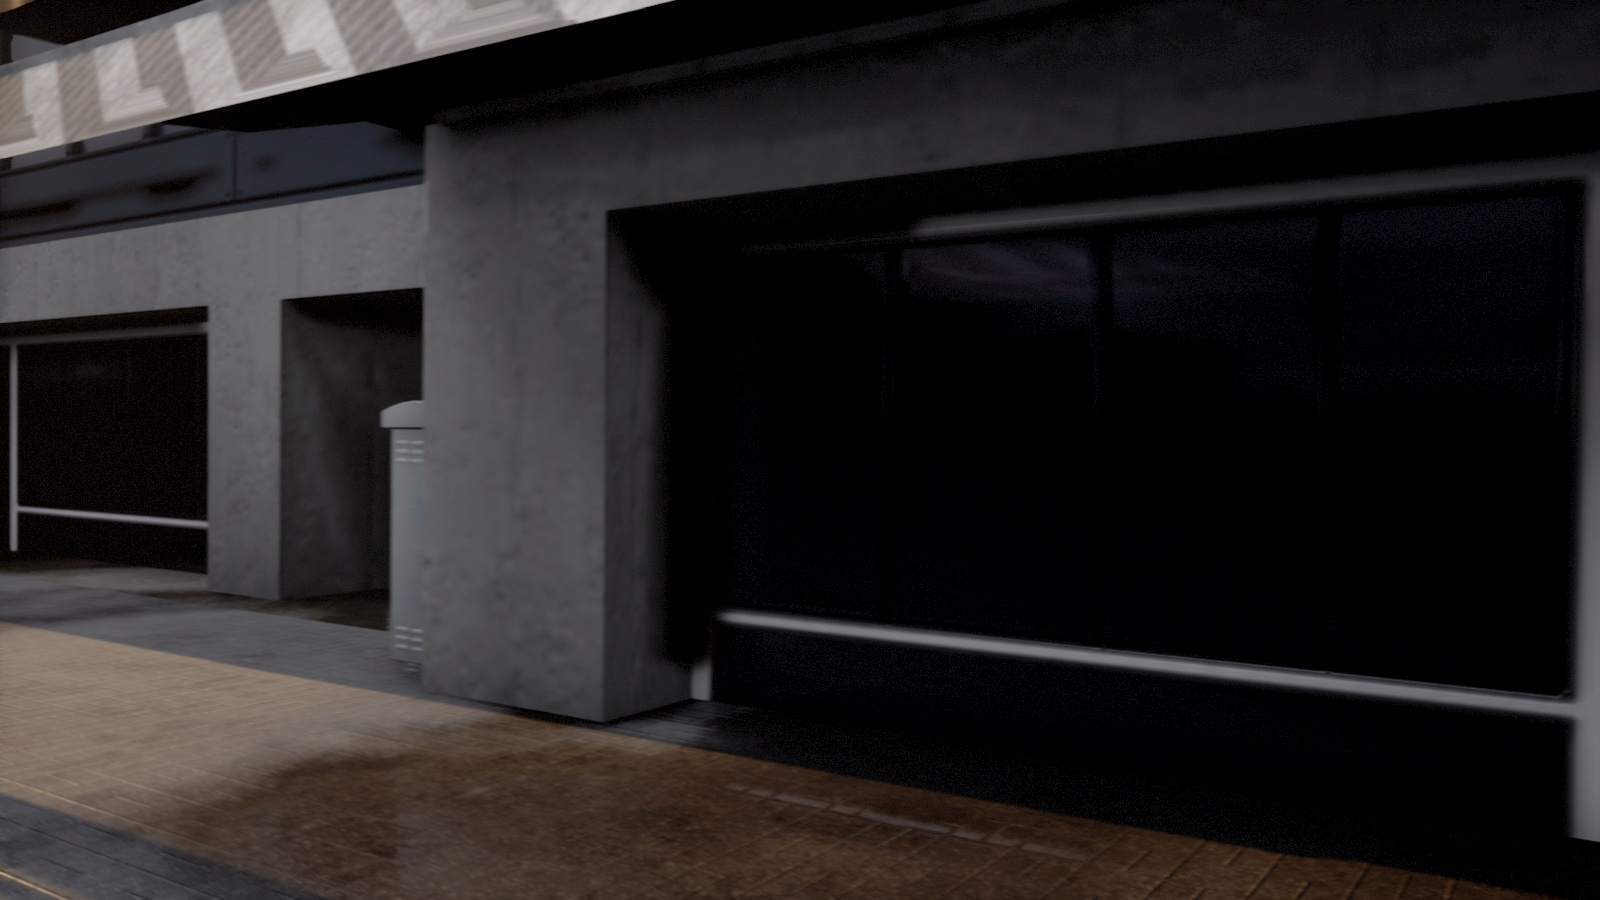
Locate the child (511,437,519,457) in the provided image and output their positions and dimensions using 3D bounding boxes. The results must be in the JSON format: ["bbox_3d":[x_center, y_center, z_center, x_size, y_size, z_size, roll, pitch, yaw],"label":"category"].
[{"bbox_3d":[-17.658,-0.189,77.809,0.270,1.263,0.437,0,1,32],"label":"child"}]
